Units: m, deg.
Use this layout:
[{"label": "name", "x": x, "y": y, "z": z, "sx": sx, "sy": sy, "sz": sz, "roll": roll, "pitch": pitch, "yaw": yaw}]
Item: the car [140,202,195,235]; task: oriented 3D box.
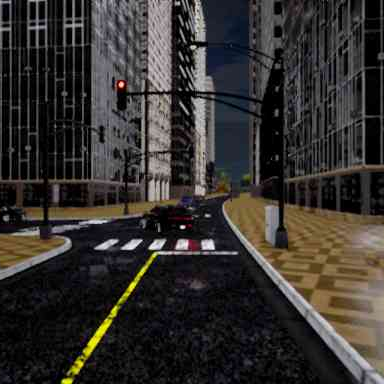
[{"label": "car", "x": -1.478, "y": 1.493, "z": 18.795, "sx": 1.837, "sy": 1.490, "sz": 4.892, "roll": 2, "pitch": -1, "yaw": -24}]

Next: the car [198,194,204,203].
[{"label": "car", "x": 1.081, "y": 1.214, "z": 62.726, "sx": 2.097, "sy": 1.767, "sz": 4.553, "roll": 0, "pitch": 0, "yaw": 8}]

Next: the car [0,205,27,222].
[{"label": "car", "x": -16.475, "y": 1.822, "z": 28.558, "sx": 4.403, "sy": 1.369, "sz": 2.008, "roll": -1, "pitch": 1, "yaw": 10}]

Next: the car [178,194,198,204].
[{"label": "car", "x": -0.708, "y": 1.262, "z": 47.105, "sx": 2.097, "sy": 1.767, "sz": 4.553, "roll": 0, "pitch": 0, "yaw": 6}]
